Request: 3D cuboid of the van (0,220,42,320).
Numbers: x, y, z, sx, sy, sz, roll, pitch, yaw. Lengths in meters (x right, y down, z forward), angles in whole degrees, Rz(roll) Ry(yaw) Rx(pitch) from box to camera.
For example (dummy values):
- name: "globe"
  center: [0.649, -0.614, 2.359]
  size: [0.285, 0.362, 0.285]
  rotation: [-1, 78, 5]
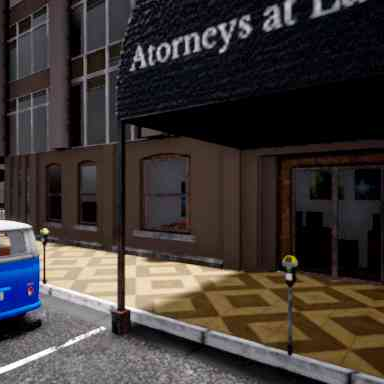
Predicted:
- name: "van"
  center: [-4.440, 1.346, 6.033]
  size: [3.998, 1.788, 1.690]
  rotation: [0, 0, 35]
